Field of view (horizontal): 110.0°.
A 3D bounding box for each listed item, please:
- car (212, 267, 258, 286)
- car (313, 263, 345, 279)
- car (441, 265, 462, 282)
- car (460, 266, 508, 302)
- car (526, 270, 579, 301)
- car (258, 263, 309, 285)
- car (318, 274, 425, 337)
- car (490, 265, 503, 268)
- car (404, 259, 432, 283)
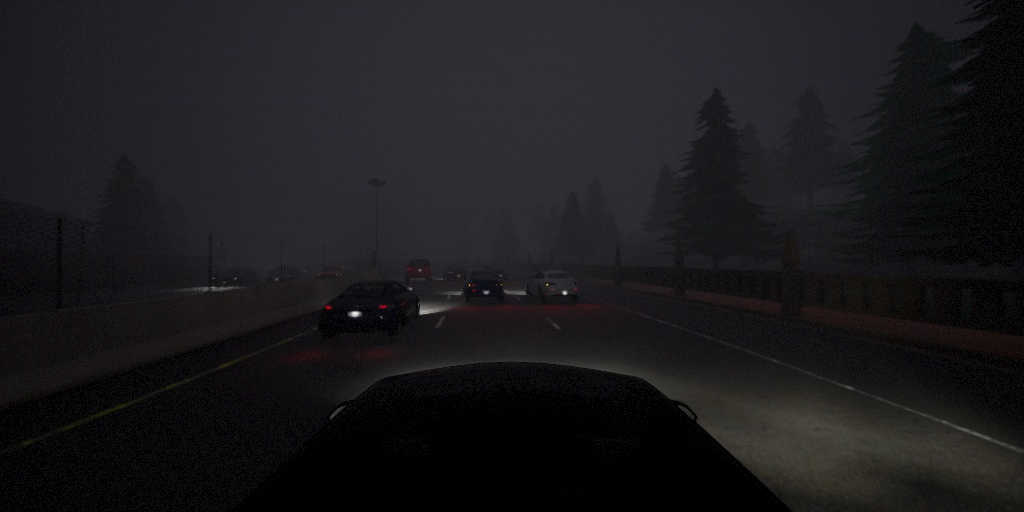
[{"bbox_3d":[-22.401,1.630,29.372,2.033,1.411,5.357,0,-1,-19],"label":"car"},{"bbox_3d":[-15.997,1.569,32.011,1.882,1.535,5.008,0,-1,-20],"label":"car"},{"bbox_3d":[-5.436,1.609,34.034,1.812,1.442,4.674,0,-1,-18],"label":"car"},{"bbox_3d":[-1.512,1.442,18.127,1.812,1.442,4.674,0,-1,-9],"label":"car"},{"bbox_3d":[1.992,1.435,18.345,1.812,1.442,4.674,0,-1,-9],"label":"car"},{"bbox_3d":[-19.033,1.573,30.123,2.128,1.511,4.902,0,-1,-19],"label":"car"},{"bbox_3d":[-4.037,1.414,10.767,1.994,1.385,4.181,0,-1,-5],"label":"car"},{"bbox_3d":[-1.738,1.599,33.962,1.812,1.442,4.674,0,-1,-18],"label":"car"},{"bbox_3d":[-8.483,1.296,32.339,2.150,2.045,5.566,0,-1,-18],"label":"car"}]
